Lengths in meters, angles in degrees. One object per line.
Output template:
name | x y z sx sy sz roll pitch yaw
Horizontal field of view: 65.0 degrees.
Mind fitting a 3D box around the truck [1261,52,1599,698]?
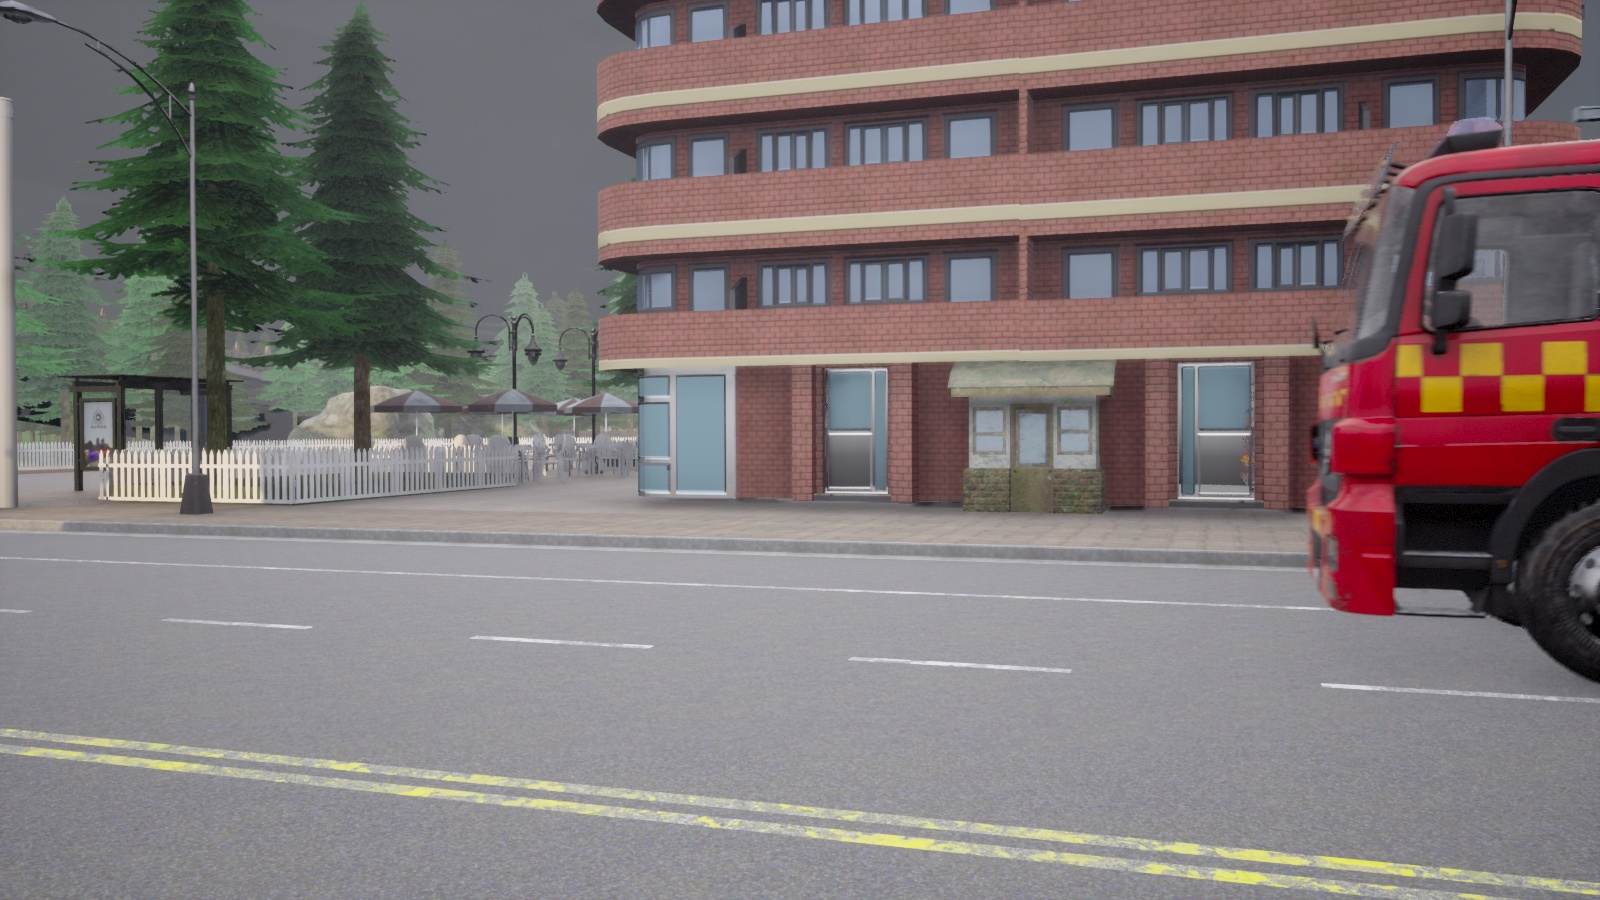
truck | 7.515 -0.439 8.033 8.468 3.827 2.891 1 1 19
